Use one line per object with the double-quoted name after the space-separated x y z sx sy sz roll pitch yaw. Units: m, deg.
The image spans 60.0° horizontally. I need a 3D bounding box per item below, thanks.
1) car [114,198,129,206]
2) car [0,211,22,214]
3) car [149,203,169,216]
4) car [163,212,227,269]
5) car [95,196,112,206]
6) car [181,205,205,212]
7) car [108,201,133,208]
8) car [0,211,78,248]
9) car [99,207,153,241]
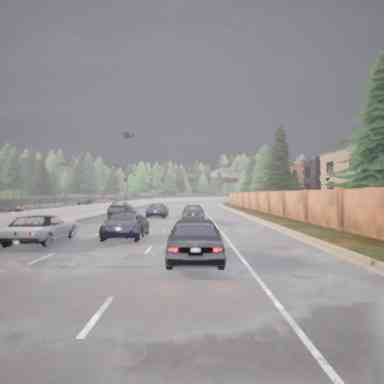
-13.960 1.932 65.827 1.837 1.490 4.892 0 0 0 "car"
-14.098 1.727 24.659 1.994 1.385 4.181 0 0 0 "car"
-3.401 1.782 32.930 1.994 1.385 4.181 0 0 0 "car"
0.098 1.623 11.415 2.033 1.411 5.357 0 0 0 "car"
-17.468 1.788 65.743 2.097 1.767 4.553 0 0 0 "car"
0.098 1.726 26.962 2.033 1.411 5.357 0 0 0 "car"
-6.901 1.706 32.379 2.128 1.511 4.902 0 0 0 "car"
-6.901 1.703 15.297 1.895 1.301 4.718 0 0 0 "car"
-3.402 1.679 17.348 1.994 1.385 4.181 0 0 0 "car"
